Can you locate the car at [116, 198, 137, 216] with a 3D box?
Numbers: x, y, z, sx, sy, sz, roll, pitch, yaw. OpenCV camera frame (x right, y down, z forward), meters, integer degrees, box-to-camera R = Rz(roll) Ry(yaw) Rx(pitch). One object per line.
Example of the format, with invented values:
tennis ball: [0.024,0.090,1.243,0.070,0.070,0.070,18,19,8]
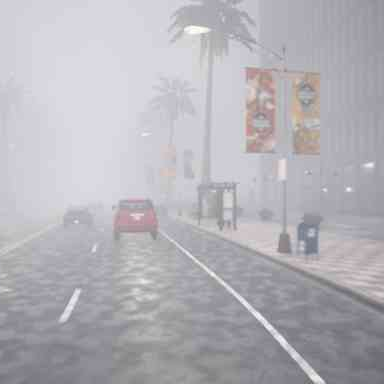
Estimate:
car: [-7.218,1.602,36.117,2.097,1.767,4.553,0,0,-13]

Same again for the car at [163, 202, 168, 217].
car: [-3.586,1.704,33.633,2.231,1.521,4.892,0,0,-13]

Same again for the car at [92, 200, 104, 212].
car: [-12.522,1.791,43.649,1.882,1.535,5.008,0,0,-13]

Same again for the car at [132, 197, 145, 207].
car: [-10.101,1.778,62.276,2.185,1.767,4.553,0,0,-13]

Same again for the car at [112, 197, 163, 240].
car: [-3.159,1.347,18.216,2.150,2.045,5.566,0,0,-13]

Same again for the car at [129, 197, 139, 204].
car: [-14.671,2.085,83.725,2.161,1.482,4.786,0,0,-13]

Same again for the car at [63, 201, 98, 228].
car: [-8.055,1.681,23.996,1.837,1.490,4.892,0,0,-13]
